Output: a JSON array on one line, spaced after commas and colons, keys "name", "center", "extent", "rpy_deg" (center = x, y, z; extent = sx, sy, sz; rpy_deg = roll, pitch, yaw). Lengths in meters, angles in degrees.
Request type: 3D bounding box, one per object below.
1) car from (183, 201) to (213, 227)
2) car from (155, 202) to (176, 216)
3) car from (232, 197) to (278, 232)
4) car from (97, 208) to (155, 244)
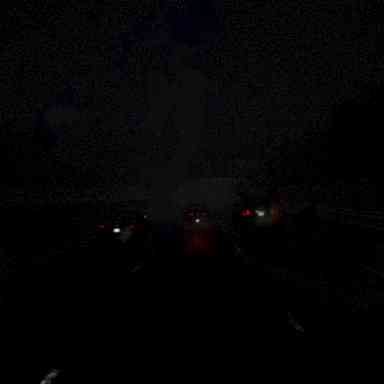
[{"name": "car", "center": [0.422, 1.634, 24.034], "extent": [1.837, 1.490, 4.892], "rpy_deg": [0, 0, 1]}, {"name": "car", "center": [-2.799, 1.705, 34.311], "extent": [1.812, 1.442, 4.674], "rpy_deg": [0, 0, 2]}, {"name": "car", "center": [3.852, 1.335, 20.982], "extent": [2.150, 2.045, 5.566], "rpy_deg": [0, 0, 1]}, {"name": "car", "center": [-3.228, 1.649, 16.415], "extent": [1.994, 1.385, 4.181], "rpy_deg": [0, 0, 1]}]
